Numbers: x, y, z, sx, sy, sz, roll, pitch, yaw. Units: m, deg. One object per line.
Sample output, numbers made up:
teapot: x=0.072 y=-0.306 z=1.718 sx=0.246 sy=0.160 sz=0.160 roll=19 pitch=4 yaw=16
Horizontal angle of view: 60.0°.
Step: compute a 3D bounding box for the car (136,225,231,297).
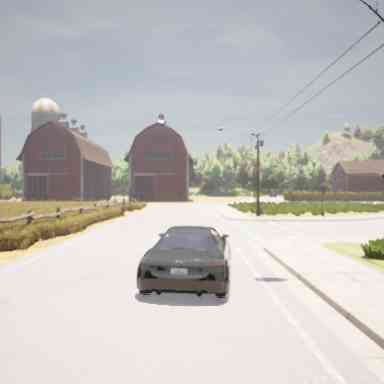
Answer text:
car: x=-0.006 y=1.550 z=8.628 sx=1.994 sy=1.385 sz=4.181 roll=0 pitch=0 yaw=7
